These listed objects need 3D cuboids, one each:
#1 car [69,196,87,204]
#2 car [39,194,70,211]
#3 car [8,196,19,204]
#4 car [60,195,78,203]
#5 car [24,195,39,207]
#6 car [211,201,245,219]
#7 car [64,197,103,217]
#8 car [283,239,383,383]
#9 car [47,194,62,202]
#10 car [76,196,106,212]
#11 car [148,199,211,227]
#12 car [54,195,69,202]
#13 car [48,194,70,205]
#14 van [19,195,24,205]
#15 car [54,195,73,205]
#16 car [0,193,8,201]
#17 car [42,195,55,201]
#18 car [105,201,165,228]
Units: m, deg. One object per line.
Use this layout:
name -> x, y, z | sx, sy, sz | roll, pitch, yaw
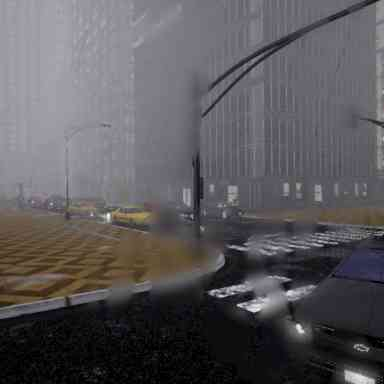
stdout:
car -> -20.362, 1.388, 59.212 | 1.887, 1.381, 4.507 | -1, 1, -36
car -> -17.021, 1.429, 41.077 | 1.967, 1.590, 4.097 | -1, 1, -36
car -> -33.249, 1.493, 63.630 | 2.008, 1.369, 4.403 | -1, 1, -36
car -> -23.608, 1.385, 63.722 | 2.008, 1.369, 4.403 | -1, 1, -36
car -> -23.513, 1.411, 50.098 | 1.967, 1.590, 4.097 | -1, 1, -36
car -> 2.463, 1.455, 27.713 | 2.008, 1.369, 4.403 | -1, 1, -36
car -> -10.479, 1.533, 31.885 | 1.752, 1.417, 4.829 | -1, 1, -36
car -> 3.440, 1.545, 5.466 | 2.033, 1.411, 5.357 | 0, 0, 40
car -> -30.100, 1.255, 72.742 | 1.967, 1.590, 4.097 | -1, 1, -36
car -> -10.643, 1.315, 36.445 | 2.097, 1.767, 4.553 | -1, 1, -36
car -> -1.192, 1.481, 23.299 | 2.128, 1.511, 4.902 | -1, 1, -36
car -> -26.853, 1.407, 68.233 | 1.802, 1.307, 4.206 | -1, 1, -36
car -> -19.722, 1.052, 49.211 | 1.837, 1.490, 4.892 | -1, 1, -36
van -> -26.760, 1.302, 54.607 | 1.690, 1.788, 3.998 | -1, 1, -36
car -> -22.408, 1.358, 57.846 | 1.882, 1.535, 5.008 | -1, 1, -35
car -> -46.232, 1.449, 81.673 | 1.887, 1.381, 4.507 | -1, 1, -36
car -> -33.444, 1.331, 77.392 | 1.752, 1.417, 4.829 | -1, 1, -36
car -> -4.043, 1.552, 22.821 | 1.752, 1.417, 4.829 | -1, 1, -36
